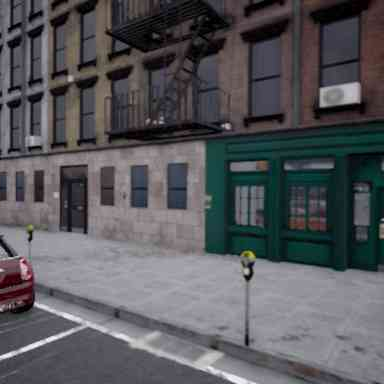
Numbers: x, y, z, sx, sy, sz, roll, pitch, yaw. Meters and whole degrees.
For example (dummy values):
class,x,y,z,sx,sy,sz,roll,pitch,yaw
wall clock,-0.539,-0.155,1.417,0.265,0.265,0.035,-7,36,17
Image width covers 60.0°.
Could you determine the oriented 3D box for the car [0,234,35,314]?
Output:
class,x,y,z,sx,sy,sz,roll,pitch,yaw
car,-4.793,1.374,6.217,4.097,1.590,1.967,1,0,35
